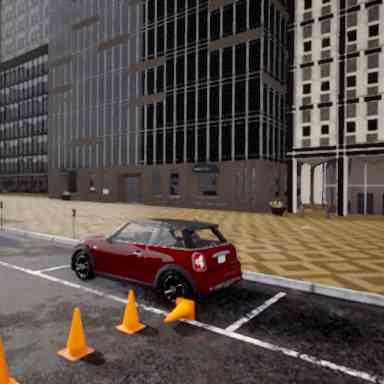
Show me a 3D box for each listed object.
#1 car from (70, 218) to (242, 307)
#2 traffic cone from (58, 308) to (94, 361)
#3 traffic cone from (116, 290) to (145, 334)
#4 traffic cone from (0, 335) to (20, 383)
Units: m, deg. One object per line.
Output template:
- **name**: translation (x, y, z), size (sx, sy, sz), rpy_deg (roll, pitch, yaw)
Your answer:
- **car**: translation (-0.990, 1.305, 7.726), size (4.097, 1.590, 1.967), rpy_deg (2, 0, 36)
- **traffic cone**: translation (-1.550, 1.858, 4.465), size (0.340, 0.580, 0.340), rpy_deg (2, 1, 36)
- **traffic cone**: translation (-0.968, 1.858, 5.278), size (0.340, 0.580, 0.340), rpy_deg (2, 1, 36)
- **traffic cone**: translation (-2.132, 1.857, 3.651), size (0.340, 0.580, 0.340), rpy_deg (2, 1, 36)
